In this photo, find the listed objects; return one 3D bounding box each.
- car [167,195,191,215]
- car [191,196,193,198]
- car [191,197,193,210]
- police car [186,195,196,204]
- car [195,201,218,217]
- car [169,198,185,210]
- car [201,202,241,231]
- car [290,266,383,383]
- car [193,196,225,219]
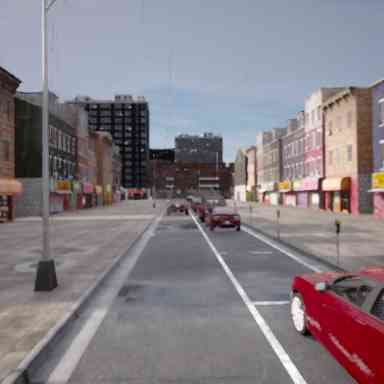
[{"bbox_3d":[-1.432,1.338,33.787,2.097,1.767,4.553,-1,0,-2],"label":"car"},{"bbox_3d":[0.801,1.546,41.789,1.802,1.307,4.206,0,0,-3],"label":"car"},{"bbox_3d":[1.048,1.542,36.357,1.802,1.307,4.206,0,0,-3],"label":"car"},{"bbox_3d":[-0.270,1.423,67.628,1.930,1.638,5.238,-1,0,-3],"label":"police car"},{"bbox_3d":[1.296,1.540,30.926,1.802,1.307,4.206,0,0,-3],"label":"car"},{"bbox_3d":[-1.985,1.542,45.206,2.033,1.411,5.357,-1,0,-2],"label":"car"},{"bbox_3d":[1.791,1.503,20.062,1.887,1.381,4.507,0,0,-3],"label":"car"},{"bbox_3d":[2.533,1.513,3.767,1.887,1.381,4.507,0,0,-3],"label":"car"},{"bbox_3d":[1.543,1.272,25.494,2.192,1.841,5.009,0,0,-3],"label":"car"}]
